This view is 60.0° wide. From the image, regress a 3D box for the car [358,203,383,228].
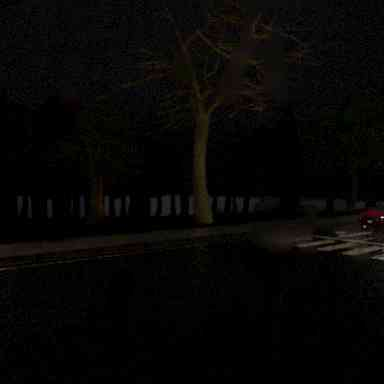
[{"bbox_3d":[12.013,1.388,20.126,5.008,1.535,1.882,0,0,-36],"label":"car"}]
